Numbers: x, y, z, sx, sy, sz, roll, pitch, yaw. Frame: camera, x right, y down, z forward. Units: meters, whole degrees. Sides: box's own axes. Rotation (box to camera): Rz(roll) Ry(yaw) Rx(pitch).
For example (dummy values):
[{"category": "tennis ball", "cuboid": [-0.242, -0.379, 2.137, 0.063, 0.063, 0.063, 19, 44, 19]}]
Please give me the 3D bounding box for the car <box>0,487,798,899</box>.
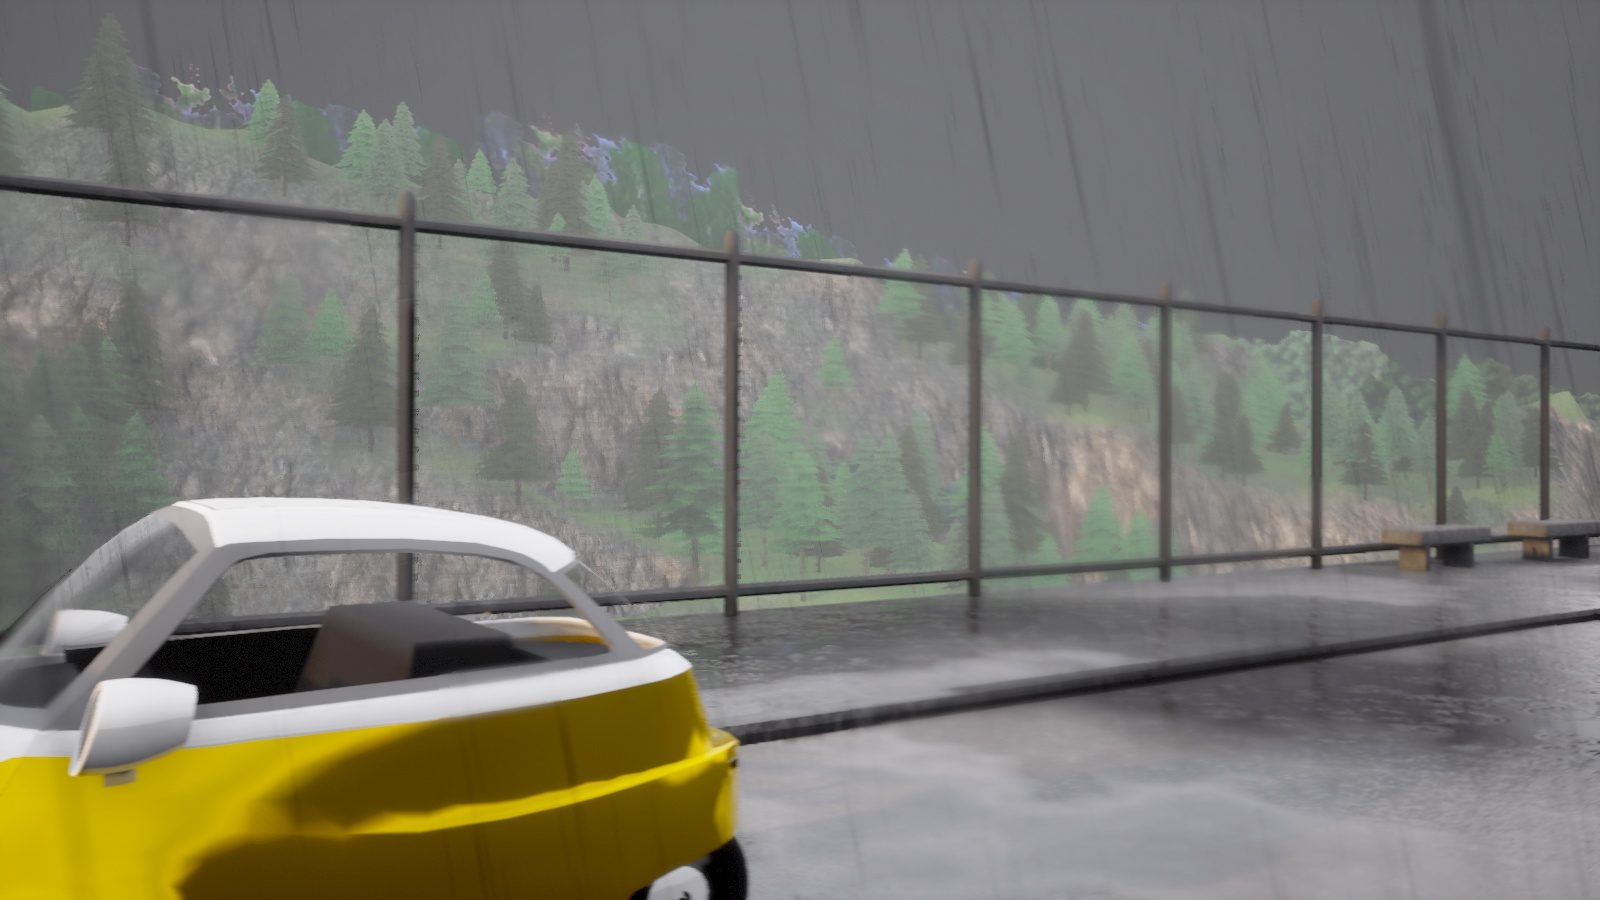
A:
[{"category": "car", "cuboid": [-1.338, 0.811, 3.348, 2.207, 1.376, 1.481, 0, 0, -34]}]
